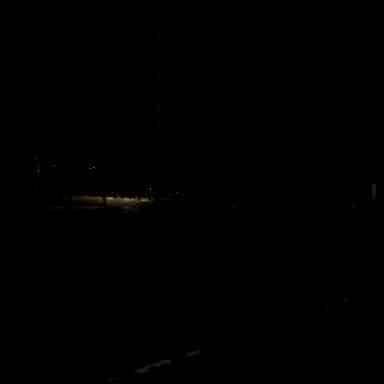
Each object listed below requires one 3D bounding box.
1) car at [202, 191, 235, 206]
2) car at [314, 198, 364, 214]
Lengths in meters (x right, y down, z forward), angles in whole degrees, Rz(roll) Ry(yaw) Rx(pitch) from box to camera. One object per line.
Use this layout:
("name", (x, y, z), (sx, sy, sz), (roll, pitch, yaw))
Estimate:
("car", (3.677, 0.865, 47.376), (2.150, 2.045, 5.566), (1, 0, -36))
("car", (14.387, 1.357, 32.786), (1.812, 1.442, 4.674), (1, 0, -36))
